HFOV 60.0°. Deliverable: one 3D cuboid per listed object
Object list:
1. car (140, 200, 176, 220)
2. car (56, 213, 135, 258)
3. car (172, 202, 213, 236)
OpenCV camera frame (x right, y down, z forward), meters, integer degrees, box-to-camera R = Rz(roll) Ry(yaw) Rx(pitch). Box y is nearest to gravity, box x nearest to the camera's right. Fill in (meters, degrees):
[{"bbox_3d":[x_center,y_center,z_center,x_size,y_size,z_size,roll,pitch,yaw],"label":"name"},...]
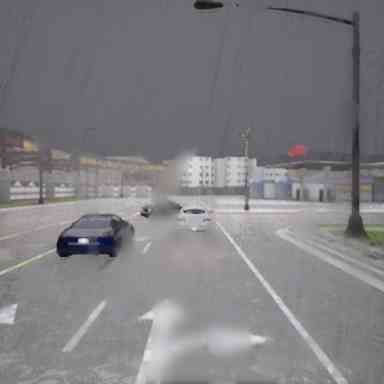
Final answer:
[{"bbox_3d":[-2.071,1.368,26.502,2.033,1.411,5.357,0,0,23],"label":"car"},{"bbox_3d":[-3.402,1.485,12.432,1.994,1.385,4.181,0,0,0],"label":"car"},{"bbox_3d":[0.105,1.412,17.321,1.812,1.442,4.674,0,0,0],"label":"car"}]
